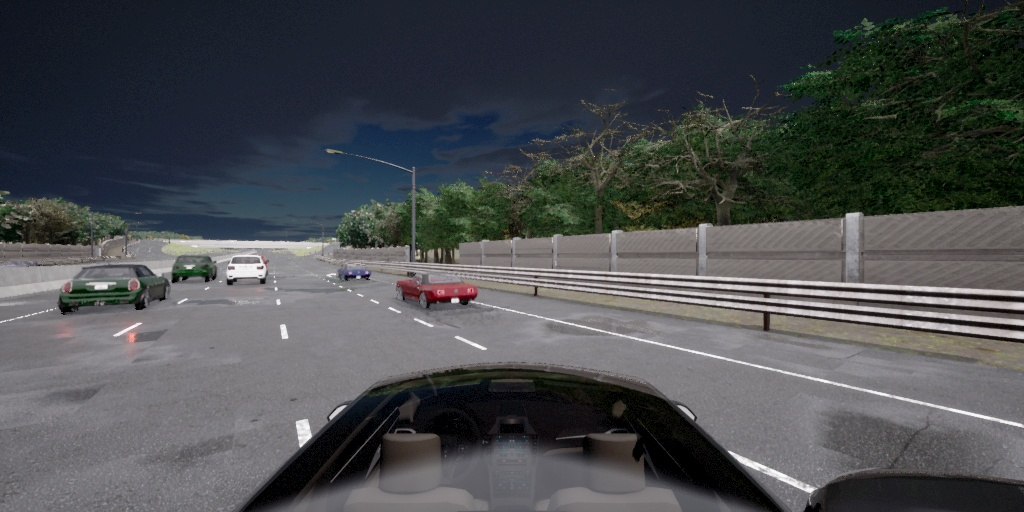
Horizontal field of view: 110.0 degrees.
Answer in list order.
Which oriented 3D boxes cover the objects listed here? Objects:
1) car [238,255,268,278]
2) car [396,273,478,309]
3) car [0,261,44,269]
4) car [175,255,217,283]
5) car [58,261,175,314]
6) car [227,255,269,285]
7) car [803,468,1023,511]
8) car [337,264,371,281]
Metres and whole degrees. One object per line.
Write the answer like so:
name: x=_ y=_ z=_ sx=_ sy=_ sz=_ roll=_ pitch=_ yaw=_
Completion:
car: x=-25.260 y=0.946 z=35.133 sx=2.150 sy=2.045 sz=5.566 roll=0 pitch=0 yaw=-34
car: x=-3.337 y=1.348 z=15.049 sx=1.895 sy=1.301 sz=4.718 roll=0 pitch=0 yaw=-34
car: x=-44.720 y=1.205 z=32.422 sx=2.128 sy=1.511 sz=4.902 roll=0 pitch=0 yaw=-34
car: x=-24.783 y=0.950 z=28.116 sx=2.150 sy=2.045 sz=5.566 roll=0 pitch=0 yaw=-34
car: x=-15.463 y=1.098 z=14.239 sx=2.097 sy=1.767 sz=4.553 roll=0 pitch=0 yaw=-33
car: x=-19.272 y=0.957 z=26.181 sx=2.150 sy=2.045 sz=5.566 roll=0 pitch=0 yaw=-34
car: x=2.986 y=1.315 z=0.431 sx=4.181 sy=1.385 sz=1.994 roll=0 pitch=0 yaw=34
car: x=-13.116 y=1.337 z=29.567 sx=1.895 sy=1.301 sz=4.718 roll=0 pitch=0 yaw=-34
